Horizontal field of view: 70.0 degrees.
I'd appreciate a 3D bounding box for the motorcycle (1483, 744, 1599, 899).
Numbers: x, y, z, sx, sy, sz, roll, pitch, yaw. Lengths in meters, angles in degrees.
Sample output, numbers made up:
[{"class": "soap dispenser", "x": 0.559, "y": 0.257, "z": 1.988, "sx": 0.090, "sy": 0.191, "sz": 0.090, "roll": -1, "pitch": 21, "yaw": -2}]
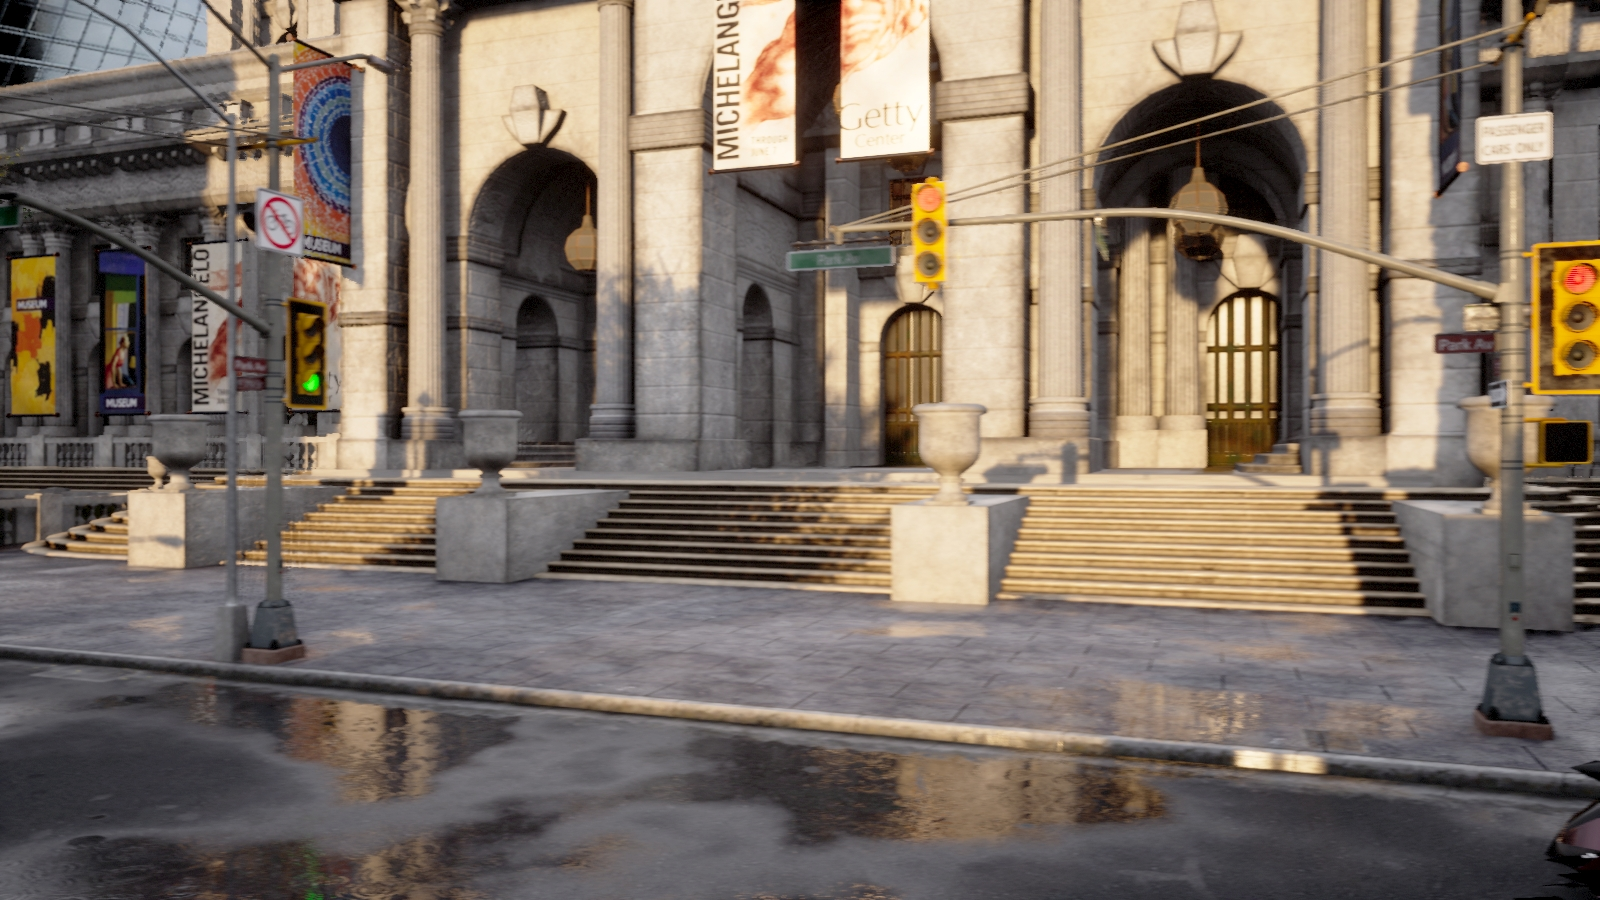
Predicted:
[{"class": "motorcycle", "x": 4.561, "y": 2.205, "z": 5.358, "sx": 2.209, "sy": 1.251, "sz": 0.867, "roll": 0, "pitch": 0, "yaw": 20}]
